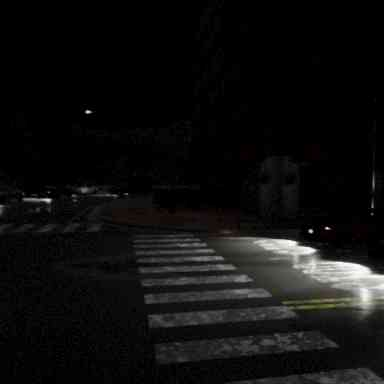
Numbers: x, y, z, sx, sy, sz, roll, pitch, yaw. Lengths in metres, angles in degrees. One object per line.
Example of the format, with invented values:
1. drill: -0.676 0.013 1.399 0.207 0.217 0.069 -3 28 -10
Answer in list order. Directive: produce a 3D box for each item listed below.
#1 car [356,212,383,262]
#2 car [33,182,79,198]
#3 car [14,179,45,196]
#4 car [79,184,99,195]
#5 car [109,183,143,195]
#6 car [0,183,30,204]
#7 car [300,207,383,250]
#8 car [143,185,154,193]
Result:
1. car: 7.006 1.384 8.916 4.181 1.385 1.994 1 2 -13
2. car: -15.569 -0.073 38.349 1.812 1.442 4.674 2 2 17
3. car: -19.221 -0.445 38.441 2.150 2.045 5.566 1 2 15
4. car: -15.590 -0.390 48.008 1.812 1.442 4.674 2 2 31
5. car: -10.036 -0.509 49.303 2.097 1.767 4.553 3 2 39
6. car: -16.679 0.198 29.501 1.812 1.442 4.674 1 2 1
7. car: 6.241 1.258 12.338 4.181 1.385 1.994 1 2 -11
8. car: -8.980 -0.514 56.006 5.357 1.411 2.033 -1 3 -44
